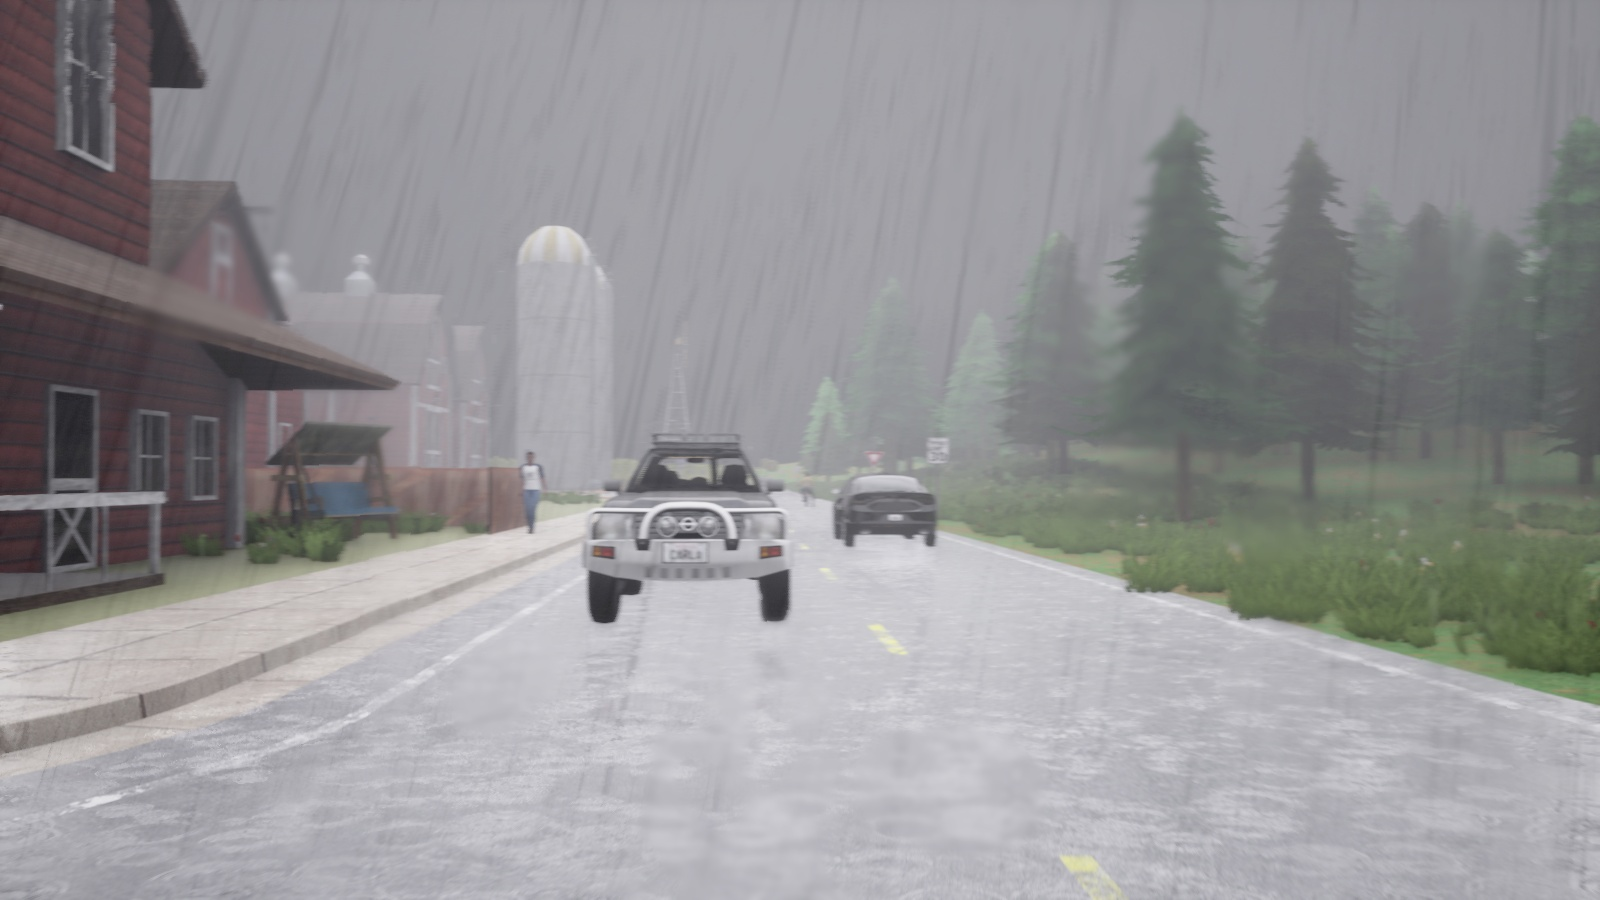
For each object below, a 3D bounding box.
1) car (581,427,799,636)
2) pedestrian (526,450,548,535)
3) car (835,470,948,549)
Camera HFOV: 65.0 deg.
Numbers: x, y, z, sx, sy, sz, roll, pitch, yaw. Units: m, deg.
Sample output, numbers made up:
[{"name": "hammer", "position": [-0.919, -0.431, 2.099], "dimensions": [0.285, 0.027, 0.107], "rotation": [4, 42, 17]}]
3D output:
[{"name": "car", "position": [-1.071, 0.770, 13.483], "dimensions": [1.932, 1.855, 4.605], "rotation": [0, -1, -2]}, {"name": "pedestrian", "position": [-5.763, 0.923, 27.513], "dimensions": [0.354, 1.836, 0.706], "rotation": [0, -1, -2]}, {"name": "car", "position": [1.869, 1.213, 27.147], "dimensions": [1.882, 1.535, 5.008], "rotation": [0, -1, -2]}]
